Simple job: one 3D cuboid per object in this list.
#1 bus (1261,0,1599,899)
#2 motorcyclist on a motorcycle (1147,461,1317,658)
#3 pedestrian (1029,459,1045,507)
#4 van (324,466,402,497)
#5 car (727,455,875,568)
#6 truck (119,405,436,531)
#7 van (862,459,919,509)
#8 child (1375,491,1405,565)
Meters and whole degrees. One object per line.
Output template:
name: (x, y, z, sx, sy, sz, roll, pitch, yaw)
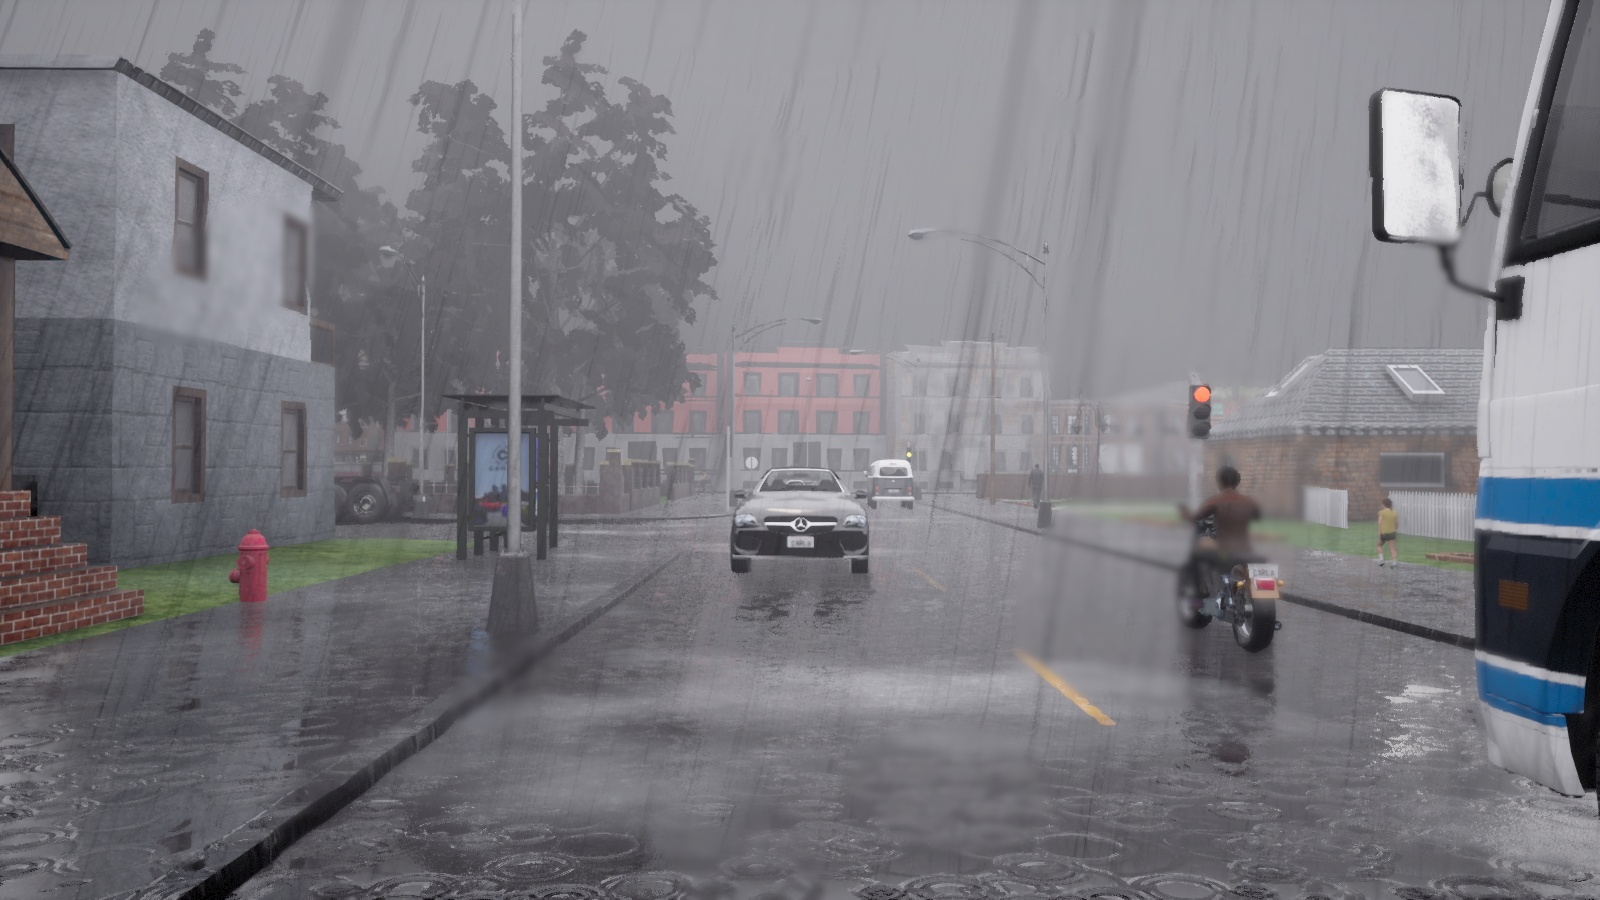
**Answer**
bus: (3.998, -0.572, 0.333, 3.944, 4.253, 10.273, 0, -1, 0)
motorcyclist on a motorcycle: (3.954, 0.946, 11.733, 0.766, 1.649, 2.350, 0, -1, 0)
pedestrian: (9.347, 1.308, 49.544, 0.563, 1.883, 0.849, 0, -1, 12)
van: (-28.225, 2.041, 81.259, 4.442, 1.987, 1.775, 0, -1, 0)
car: (0.013, 0.943, 20.870, 2.152, 1.651, 5.027, 0, -1, 0)
truck: (-14.878, 0.500, 36.276, 7.936, 3.462, 2.891, 0, -1, -4)
van: (3.817, 1.417, 53.417, 2.069, 2.038, 4.480, 0, -1, 0)
child: (9.050, 1.191, 19.263, 0.255, 1.110, 0.394, 0, -1, -1)
